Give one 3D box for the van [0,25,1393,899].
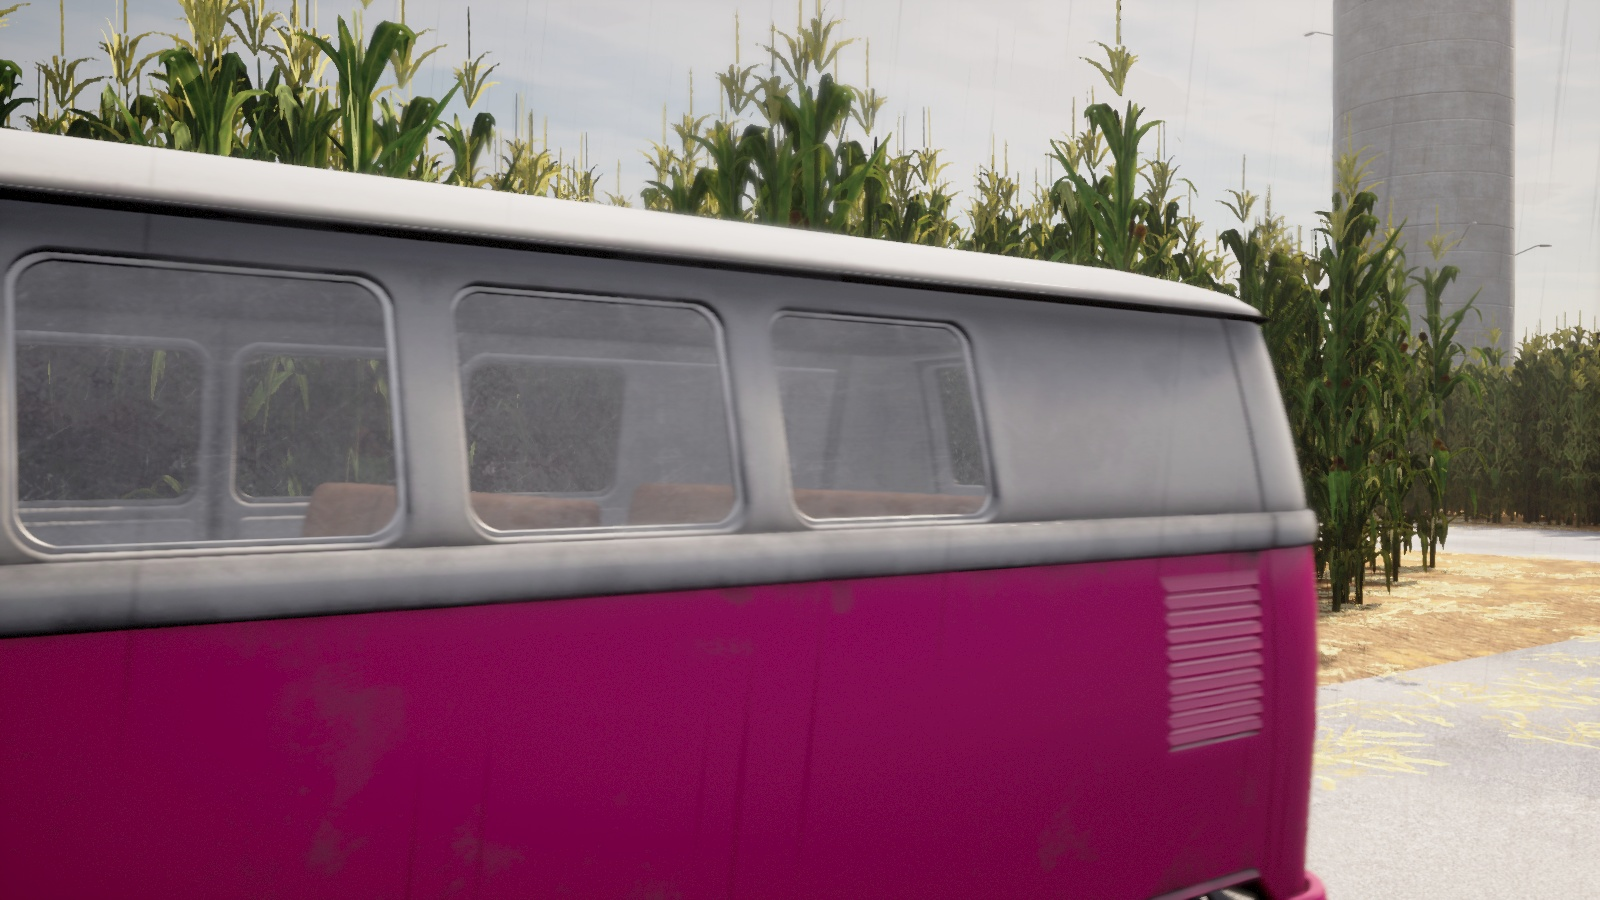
[{"bbox_3d":[-0.862,0.505,2.572,4.442,1.987,1.775,0,0,-35],"label":"van"}]
